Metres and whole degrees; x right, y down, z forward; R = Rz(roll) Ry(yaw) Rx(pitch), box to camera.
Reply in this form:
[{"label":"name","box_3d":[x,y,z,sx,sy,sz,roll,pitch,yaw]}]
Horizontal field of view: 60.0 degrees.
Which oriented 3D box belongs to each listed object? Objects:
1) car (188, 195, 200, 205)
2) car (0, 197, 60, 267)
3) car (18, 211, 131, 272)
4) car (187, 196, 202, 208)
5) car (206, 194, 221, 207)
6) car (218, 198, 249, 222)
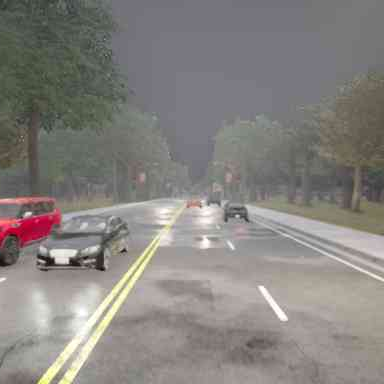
[{"label":"car","box_3d":[0.396,1.477,63.534,2.097,1.767,4.553,0,0,1]},{"label":"car","box_3d":[-6.512,1.225,11.848,2.150,2.045,5.566,0,0,1]},{"label":"car","box_3d":[-3.275,1.494,10.921,2.128,1.511,4.902,0,0,1]},{"label":"car","box_3d":[0.343,1.427,49.359,2.097,1.767,4.553,0,0,0]},{"label":"car","box_3d":[3.544,1.310,54.281,2.150,2.045,5.566,0,0,1]},{"label":"car","box_3d":[3.365,1.527,26.719,1.837,1.490,4.892,0,0,1]}]
